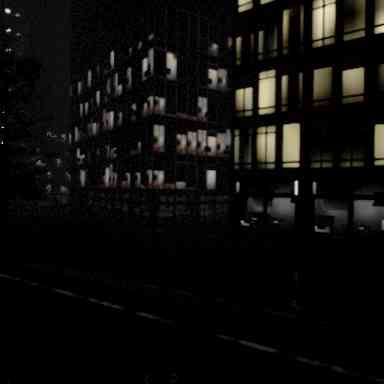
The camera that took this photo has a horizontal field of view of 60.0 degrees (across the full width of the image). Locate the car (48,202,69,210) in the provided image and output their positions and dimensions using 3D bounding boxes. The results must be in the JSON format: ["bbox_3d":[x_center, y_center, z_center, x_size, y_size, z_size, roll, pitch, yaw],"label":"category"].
[{"bbox_3d":[-22.081,2.453,56.647,4.507,1.381,1.887,0,1,-34],"label":"car"}]

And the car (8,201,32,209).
[{"bbox_3d":[-31.210,2.301,59.946,4.403,1.369,2.008,0,1,-34],"label":"car"}]
